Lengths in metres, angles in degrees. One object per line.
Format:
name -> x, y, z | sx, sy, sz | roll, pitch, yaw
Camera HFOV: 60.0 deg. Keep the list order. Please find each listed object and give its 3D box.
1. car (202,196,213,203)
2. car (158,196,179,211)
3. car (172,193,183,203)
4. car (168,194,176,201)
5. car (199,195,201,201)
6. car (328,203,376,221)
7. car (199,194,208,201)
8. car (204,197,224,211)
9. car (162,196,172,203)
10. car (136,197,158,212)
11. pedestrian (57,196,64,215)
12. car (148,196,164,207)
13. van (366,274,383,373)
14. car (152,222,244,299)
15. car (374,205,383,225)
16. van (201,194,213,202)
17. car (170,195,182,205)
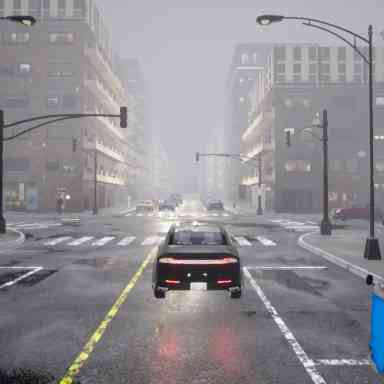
car -> 2.821, 1.567, 45.554 | 2.008, 1.369, 4.403 | 1, 0, 0
car -> -2.995, 1.562, 40.910 | 2.033, 1.411, 5.357 | 0, 0, 0
car -> -2.902, 1.245, 61.551 | 2.150, 2.045, 5.566 | 0, 0, 1
car -> -5.439, 1.480, 90.717 | 1.967, 1.590, 4.097 | 1, 0, 0
car -> 2.881, 1.552, 68.294 | 1.752, 1.417, 4.829 | 1, 0, 0
car -> 13.715, 1.608, 28.068 | 4.097, 1.590, 1.967 | 0, -1, 1
car -> 2.928, 1.352, 85.051 | 2.192, 1.841, 5.009 | 1, 0, 0
car -> 2.807, 1.580, 39.911 | 1.947, 1.339, 4.313 | 1, 0, 0
car -> -5.485, 1.575, 73.789 | 1.887, 1.381, 4.507 | 1, 0, 0
car -> -5.573, 1.539, 39.763 | 1.752, 1.417, 4.829 | 1, 0, 0
pedestrian -> -12.457, 1.217, 31.392 | 0.375, 1.860, 0.375 | 0, -1, 1
car -> -5.542, 1.459, 51.218 | 1.967, 1.590, 4.097 | 1, 0, 0
van -> 2.679, 1.342, 1.965 | 1.690, 1.788, 3.998 | 1, 0, 0
car -> 0.123, 1.494, 8.454 | 2.128, 1.511, 4.902 | 0, 0, 0
car -> 13.590, 1.583, 19.687 | 4.313, 1.339, 1.947 | 0, -1, 1
van -> 2.854, 1.362, 56.838 | 1.690, 1.788, 3.998 | 1, 0, 0
car -> -2.961, 1.544, 50.813 | 1.812, 1.442, 4.674 | 0, 0, 0
